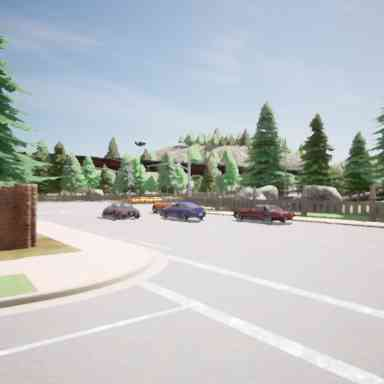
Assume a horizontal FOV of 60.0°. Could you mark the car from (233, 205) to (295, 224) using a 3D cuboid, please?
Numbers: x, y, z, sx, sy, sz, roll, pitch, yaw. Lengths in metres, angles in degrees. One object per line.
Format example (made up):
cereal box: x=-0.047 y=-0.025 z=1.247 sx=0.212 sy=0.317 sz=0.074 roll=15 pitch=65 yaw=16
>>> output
car: x=5.323 y=1.652 z=25.430 sx=1.895 sy=1.301 sz=4.718 roll=0 pitch=0 yaw=-38

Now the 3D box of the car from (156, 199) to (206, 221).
car: x=-0.749 y=1.575 z=27.537 sx=1.812 sy=1.442 sz=4.674 roll=0 pitch=0 yaw=-38

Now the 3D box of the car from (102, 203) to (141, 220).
car: x=-6.087 y=1.611 z=28.477 sx=1.994 sy=1.385 sz=4.181 roll=0 pitch=0 yaw=-37

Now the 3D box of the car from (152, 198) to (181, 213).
car: x=-2.401 y=1.404 z=35.431 sx=2.097 sy=1.767 sz=4.553 roll=0 pitch=0 yaw=-38
